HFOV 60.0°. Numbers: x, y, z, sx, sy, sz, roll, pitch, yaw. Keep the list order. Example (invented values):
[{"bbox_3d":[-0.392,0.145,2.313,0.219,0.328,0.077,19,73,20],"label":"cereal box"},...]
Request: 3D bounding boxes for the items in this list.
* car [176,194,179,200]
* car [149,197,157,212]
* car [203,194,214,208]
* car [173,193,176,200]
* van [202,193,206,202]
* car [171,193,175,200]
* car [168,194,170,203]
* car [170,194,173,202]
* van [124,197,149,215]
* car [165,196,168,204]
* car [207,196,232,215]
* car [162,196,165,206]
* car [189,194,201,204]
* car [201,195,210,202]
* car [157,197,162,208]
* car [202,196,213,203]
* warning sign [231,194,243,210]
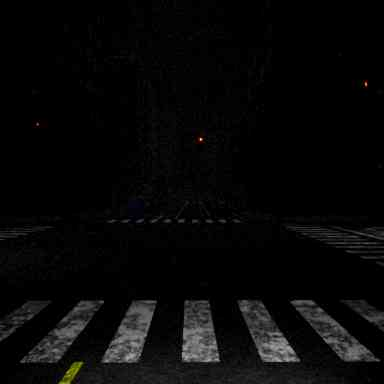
[{"bbox_3d":[-5.373,1.307,90.138,2.192,1.841,5.009,0,0,0],"label":"car"},{"bbox_3d":[-5.650,1.443,39.124,1.967,1.590,4.097,0,0,0],"label":"car"},{"bbox_3d":[2.906,1.443,44.749,1.967,1.590,4.097,0,0,0],"label":"car"},{"bbox_3d":[-5.435,1.522,78.631,1.752,1.417,4.829,0,0,0],"label":"car"},{"bbox_3d":[2.968,1.344,56.088,1.690,1.788,3.998,0,0,0],"label":"van"},{"bbox_3d":[-5.465,1.543,73.133,1.887,1.381,4.507,0,0,0],"label":"car"},{"bbox_3d":[-5.528,1.527,61.627,1.752,1.417,4.829,0,0,0],"label":"car"},{"bbox_3d":[-5.496,1.566,67.465,1.947,1.339,4.313,0,0,0],"label":"car"},{"bbox_3d":[-5.681,1.343,33.456,1.690,1.788,3.998,0,0,0],"label":"van"},{"bbox_3d":[-5.558,1.569,56.129,1.947,1.339,4.313,0,0,0],"label":"car"},{"bbox_3d":[2.845,1.442,33.411,1.967,1.590,4.097,0,0,0],"label":"car"},{"bbox_3d":[-5.589,1.585,50.460,1.802,1.307,4.206,0,0,0],"label":"car"},{"bbox_3d":[0.344,1.565,63.785,1.994,1.385,4.181,0,0,0],"label":"car"},{"bbox_3d":[3.091,1.437,78.765,1.967,1.590,4.097,0,0,0],"label":"car"},{"bbox_3d":[-5.619,1.569,44.792,1.947,1.339,4.313,0,0,0],"label":"car"},{"bbox_3d":[3.030,1.551,67.427,2.008,1.369,4.403,0,0,0],"label":"car"},{"bbox_3d":[5.278,1.118,39.392,1.300,1.860,1.060,0,0,0],"label":"warning sign"}]
